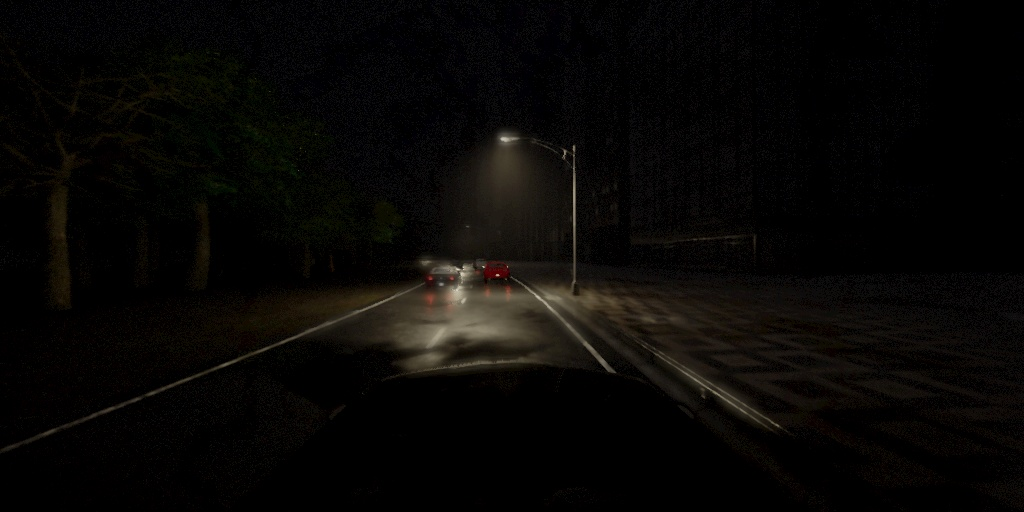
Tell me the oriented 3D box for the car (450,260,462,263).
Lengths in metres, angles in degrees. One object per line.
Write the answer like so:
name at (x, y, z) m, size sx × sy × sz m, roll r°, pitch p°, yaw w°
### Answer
car at (-8.007, 1.232, 50.826) m, size 1.895 × 1.301 × 4.718 m, roll 0°, pitch 0°, yaw -10°

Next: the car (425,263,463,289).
car at (-4.306, 1.339, 23.112) m, size 1.895 × 1.301 × 4.718 m, roll 0°, pitch 0°, yaw -5°

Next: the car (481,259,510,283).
car at (-1.264, 1.200, 27.995) m, size 1.882 × 1.535 × 5.008 m, roll 0°, pitch 0°, yaw -6°

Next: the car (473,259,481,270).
car at (-4.556, 1.155, 51.296) m, size 1.812 × 1.442 × 4.674 m, roll 0°, pitch 0°, yaw -10°
